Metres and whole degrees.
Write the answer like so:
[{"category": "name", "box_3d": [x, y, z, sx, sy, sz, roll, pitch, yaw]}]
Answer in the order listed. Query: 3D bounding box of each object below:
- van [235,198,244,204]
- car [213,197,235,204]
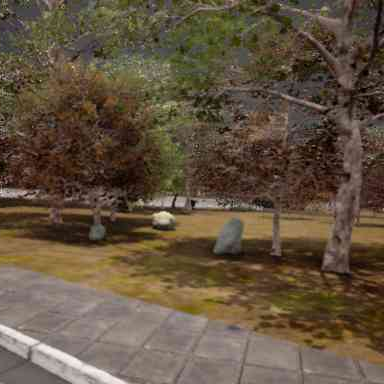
[{"category": "van", "box_3d": [11.897, 2.449, 93.562, 1.878, 1.987, 4.442, 5, 1, 45]}, {"category": "car", "box_3d": [8.072, 2.172, 89.678, 2.435, 2.045, 5.566, 5, 1, 45]}]
